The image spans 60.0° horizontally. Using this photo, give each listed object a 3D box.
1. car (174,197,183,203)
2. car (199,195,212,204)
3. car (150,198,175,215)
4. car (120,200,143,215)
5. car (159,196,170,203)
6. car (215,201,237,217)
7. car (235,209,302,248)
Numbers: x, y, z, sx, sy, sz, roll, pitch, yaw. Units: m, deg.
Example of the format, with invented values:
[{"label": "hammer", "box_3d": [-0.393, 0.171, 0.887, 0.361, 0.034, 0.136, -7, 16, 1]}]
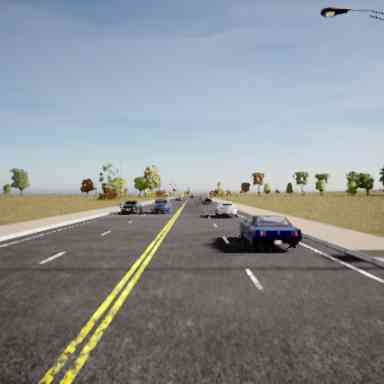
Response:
[{"label": "car", "box_3d": [-3.240, 1.808, 78.247, 1.895, 1.301, 4.718, 0, 0, 0]}, {"label": "car", "box_3d": [3.259, 1.781, 70.856, 2.128, 1.511, 4.902, 0, 0, 0]}, {"label": "car", "box_3d": [-3.336, 1.508, 36.630, 2.097, 1.767, 4.553, 0, 0, 0]}, {"label": "car", "box_3d": [-6.587, 1.663, 36.579, 1.837, 1.490, 4.892, 0, -1, 0]}, {"label": "car", "box_3d": [-6.490, 1.738, 78.278, 2.128, 1.511, 4.902, 0, 0, 0]}, {"label": "car", "box_3d": [3.353, 1.666, 32.985, 1.812, 1.442, 4.674, 0, 0, 0]}, {"label": "car", "box_3d": [3.350, 1.666, 15.128, 1.895, 1.301, 4.718, 0, 0, 0]}]
